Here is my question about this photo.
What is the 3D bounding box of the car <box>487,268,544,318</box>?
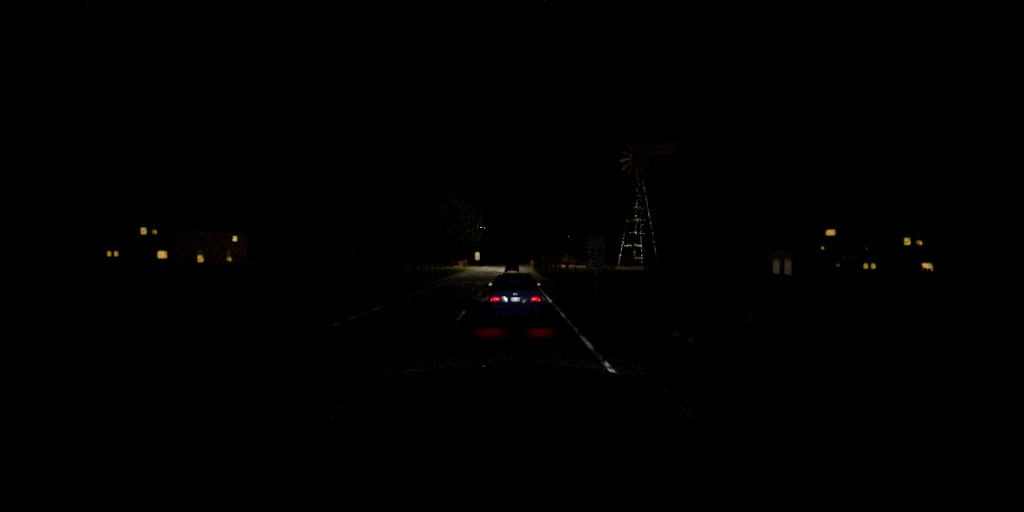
[{"bbox_3d":[0.100,1.339,13.123,2.033,1.411,5.357,0,0,0],"label":"car"}]

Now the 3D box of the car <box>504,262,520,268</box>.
[{"bbox_3d":[0.008,1.437,46.415,1.812,1.442,4.674,0,0,0],"label":"car"}]
